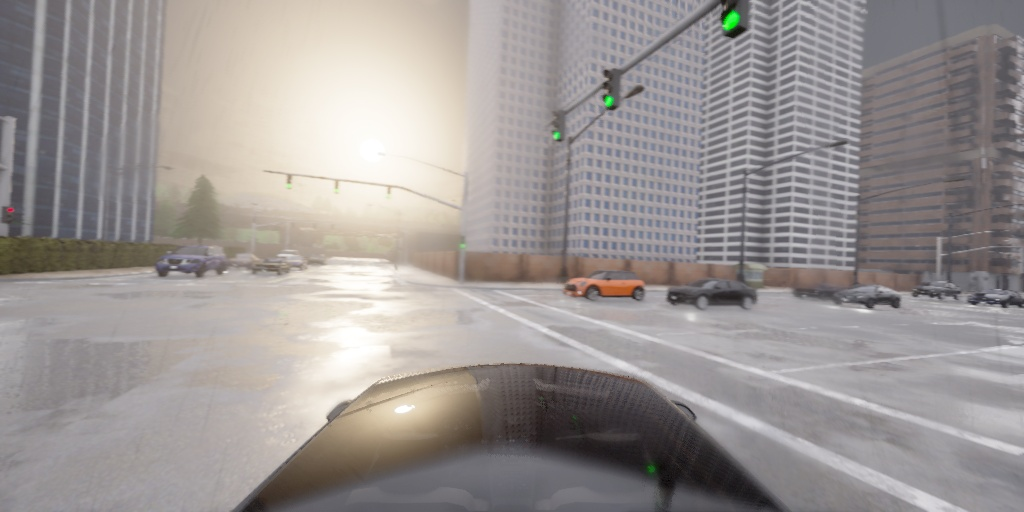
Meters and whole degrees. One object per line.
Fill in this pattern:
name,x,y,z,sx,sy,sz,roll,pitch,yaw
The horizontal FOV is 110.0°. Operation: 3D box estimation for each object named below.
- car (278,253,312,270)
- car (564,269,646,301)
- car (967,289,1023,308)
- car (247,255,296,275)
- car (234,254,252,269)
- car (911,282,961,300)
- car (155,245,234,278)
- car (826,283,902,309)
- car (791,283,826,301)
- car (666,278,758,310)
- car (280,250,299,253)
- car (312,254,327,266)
car,-22.566,0.696,37.381,1.812,1.442,4.674,3,-1,-21
car,5.234,1.566,20.339,4.553,1.767,2.097,3,-1,-21
car,40.226,3.463,29.665,5.357,1.411,2.033,3,-1,-21
car,-19.343,0.814,29.025,1.895,1.301,4.718,3,-1,-21
car,-24.653,0.549,33.088,1.812,1.442,4.674,3,-1,-21
car,39.011,3.106,32.946,4.892,1.490,1.837,3,-1,-21
car,-21.123,0.292,23.958,2.150,2.045,5.566,3,-1,-21
car,23.130,2.582,23.334,4.674,1.442,1.812,2,-1,-21
car,23.727,2.732,27.306,4.718,1.301,1.895,3,-1,-20
car,10.319,1.897,18.530,5.008,1.535,1.882,3,-1,-21
car,-31.038,0.164,49.874,2.150,2.045,5.566,3,-1,-21
car,-28.020,0.518,51.756,2.097,1.767,4.553,3,-1,-21
